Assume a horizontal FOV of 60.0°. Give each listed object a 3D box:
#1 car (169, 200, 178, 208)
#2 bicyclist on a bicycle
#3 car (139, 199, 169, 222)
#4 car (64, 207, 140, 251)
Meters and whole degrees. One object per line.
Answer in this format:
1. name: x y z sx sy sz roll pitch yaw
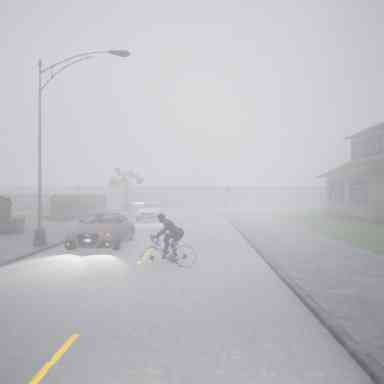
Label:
1. car: -4.369 1.601 45.919 4.718 1.301 1.895 0 0 33
2. bicyclist on a bicycle: -0.707 1.449 9.717 1.656 1.620 0.582 -2 0 1
3. car: -3.211 1.525 26.518 1.812 1.442 4.674 0 0 2
4. car: -3.693 1.563 13.963 1.994 1.385 4.181 0 0 2
